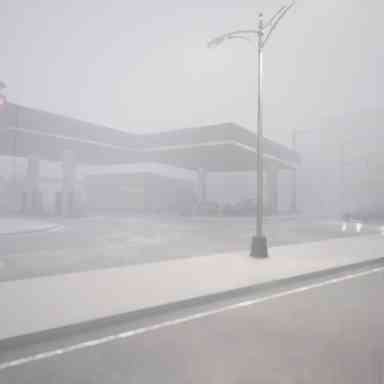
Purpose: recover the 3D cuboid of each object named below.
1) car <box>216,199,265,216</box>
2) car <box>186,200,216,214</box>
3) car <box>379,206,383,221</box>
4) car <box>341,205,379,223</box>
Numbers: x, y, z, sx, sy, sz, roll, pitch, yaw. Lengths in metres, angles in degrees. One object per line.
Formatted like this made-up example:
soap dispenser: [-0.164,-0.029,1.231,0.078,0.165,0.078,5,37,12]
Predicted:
car: [5.226,1.520,33.644,4.611,1.667,2.242,1,0,-35]
car: [1.269,1.674,37.878,3.806,1.475,1.970,1,0,-35]
car: [16.827,1.749,25.695,5.008,1.535,1.882,1,-1,-35]
car: [15.187,1.822,28.821,5.357,1.411,2.033,1,0,-35]
